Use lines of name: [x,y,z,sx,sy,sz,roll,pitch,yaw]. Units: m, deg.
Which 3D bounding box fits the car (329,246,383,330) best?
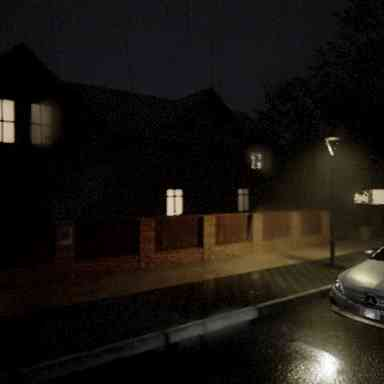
car: [4.593,1.600,6.390,4.674,1.442,1.812,1,0,-35]
